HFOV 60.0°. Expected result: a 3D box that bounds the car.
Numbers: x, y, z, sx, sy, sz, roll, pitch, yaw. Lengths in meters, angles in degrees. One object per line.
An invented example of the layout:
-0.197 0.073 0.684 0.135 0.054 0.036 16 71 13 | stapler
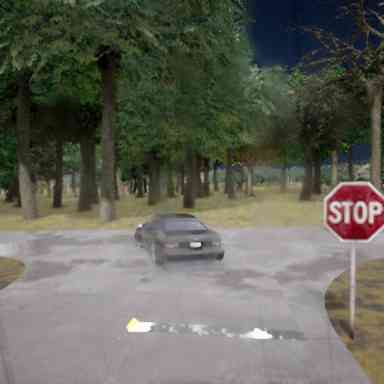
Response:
-0.671 1.442 11.293 2.033 1.411 5.357 0 0 -18 | car
